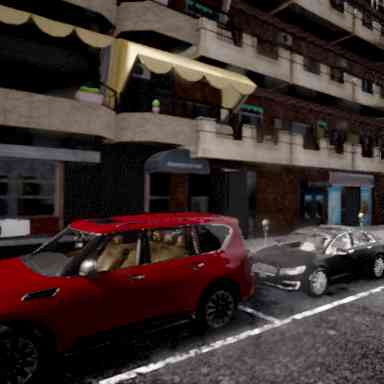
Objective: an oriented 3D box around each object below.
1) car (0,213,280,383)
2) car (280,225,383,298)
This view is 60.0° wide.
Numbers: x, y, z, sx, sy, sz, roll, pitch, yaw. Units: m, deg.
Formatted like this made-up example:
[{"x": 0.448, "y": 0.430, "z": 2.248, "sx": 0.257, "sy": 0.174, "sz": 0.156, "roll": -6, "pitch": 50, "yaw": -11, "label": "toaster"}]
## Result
[{"x": -1.192, "y": 1.317, "z": 5.240, "sx": 5.009, "sy": 1.841, "sz": 2.192, "roll": 0, "pitch": 0, "yaw": -36, "label": "car"}, {"x": 3.314, "y": 1.560, "z": 8.457, "sx": 4.403, "sy": 1.369, "sz": 2.008, "roll": 0, "pitch": 0, "yaw": -36, "label": "car"}]
